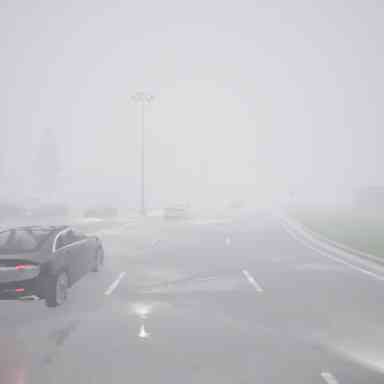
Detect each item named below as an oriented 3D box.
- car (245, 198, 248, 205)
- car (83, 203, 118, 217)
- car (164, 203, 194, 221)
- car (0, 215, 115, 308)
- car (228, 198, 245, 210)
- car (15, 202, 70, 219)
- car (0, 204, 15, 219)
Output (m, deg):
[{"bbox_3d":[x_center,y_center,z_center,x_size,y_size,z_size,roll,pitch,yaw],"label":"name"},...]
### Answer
[{"bbox_3d":[11.130,2.024,73.000,1.812,1.442,4.674,0,0,11],"label":"car"},{"bbox_3d":[-8.878,1.793,32.436,1.994,1.385,4.181,0,0,12],"label":"car"},{"bbox_3d":[-1.064,1.682,29.392,1.882,1.535,5.008,0,0,11],"label":"car"},{"bbox_3d":[-3.532,1.550,8.044,2.128,1.511,4.902,0,0,-1],"label":"car"},{"bbox_3d":[6.589,1.869,49.954,1.812,1.442,4.674,0,0,11],"label":"car"},{"bbox_3d":[-12.989,1.706,29.926,2.128,1.511,4.902,0,0,12],"label":"car"},{"bbox_3d":[-16.741,1.758,29.089,2.033,1.411,5.357,0,0,12],"label":"car"}]
